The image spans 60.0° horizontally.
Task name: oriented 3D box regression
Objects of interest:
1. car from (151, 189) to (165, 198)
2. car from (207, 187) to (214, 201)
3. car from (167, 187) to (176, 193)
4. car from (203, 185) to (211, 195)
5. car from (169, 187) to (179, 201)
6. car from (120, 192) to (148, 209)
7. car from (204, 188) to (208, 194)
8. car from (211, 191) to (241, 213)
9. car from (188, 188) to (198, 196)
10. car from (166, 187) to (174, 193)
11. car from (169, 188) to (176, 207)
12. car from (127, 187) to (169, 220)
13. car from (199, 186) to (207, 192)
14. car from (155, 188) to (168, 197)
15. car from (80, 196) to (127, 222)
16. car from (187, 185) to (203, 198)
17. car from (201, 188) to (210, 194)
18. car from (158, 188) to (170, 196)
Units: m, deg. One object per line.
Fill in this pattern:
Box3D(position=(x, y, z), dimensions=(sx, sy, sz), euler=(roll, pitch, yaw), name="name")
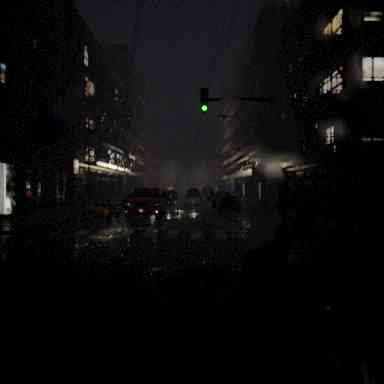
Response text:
Box3D(position=(-5.469, 0.194, 54.040), dimensions=(1.752, 1.417, 4.829), euler=(1, 1, 0), name="car")
Box3D(position=(2.826, 0.648, 32.073), dimensions=(1.967, 1.590, 4.097), euler=(1, 1, 0), name="car")
Box3D(position=(-5.336, -0.589, 87.340), dimensions=(2.008, 1.369, 4.403), euler=(1, 1, 0), name="car")
Box3D(position=(2.959, -0.286, 65.201), dimensions=(2.192, 1.841, 5.009), euler=(1, 1, 0), name="car")
Box3D(position=(-2.893, 0.393, 45.965), dimensions=(1.812, 1.442, 4.674), euler=(0, 2, 0), name="car")
Box3D(position=(-5.556, 0.750, 32.123), dimensions=(1.887, 1.381, 4.507), euler=(1, 1, 0), name="car")
Box3D(position=(2.869, 0.520, 43.120), dimensions=(1.802, 1.307, 4.206), euler=(1, 1, 0), name="car")
Box3D(position=(2.803, 0.888, 26.553), dimensions=(1.887, 1.381, 4.507), euler=(1, 1, 0), name="car")
Box3D(position=(0.250, -0.039, 62.819), dimensions=(1.837, 1.490, 4.892), euler=(0, 1, 0), name="car")
Box3D(position=(-5.359, -0.477, 81.647), dimensions=(1.752, 1.417, 4.829), euler=(1, 1, 0), name="car")
Box3D(position=(-2.954, 0.666, 33.982), dimensions=(1.837, 1.490, 4.892), euler=(0, 1, 0), name="car")
Box3D(position=(-2.995, 0.669, 22.284), dimensions=(2.150, 2.045, 5.566), euler=(0, 1, 0), name="car")
Box3D(position=(3.067, -0.831, 92.813), dimensions=(1.967, 1.590, 4.097), euler=(1, 1, 0), name="car")
Box3D(position=(-5.446, 0.081, 59.732), dimensions=(2.008, 1.369, 4.403), euler=(1, 1, 0), name="car")
Box3D(position=(-5.599, 1.006, 20.909), dimensions=(1.752, 1.417, 4.829), euler=(1, 1, 0), name="car")
Box3D(position=(0.210, 0.053, 52.782), dimensions=(2.097, 1.767, 4.553), euler=(0, 1, 0), name="car")
Box3D(position=(3.001, -0.304, 76.250), dimensions=(1.947, 1.339, 4.313), euler=(1, 1, 0), name="car")
Box3D(position=(-5.424, -0.059, 65.253), dimensions=(1.887, 1.381, 4.507), euler=(1, 1, 0), name="car")
